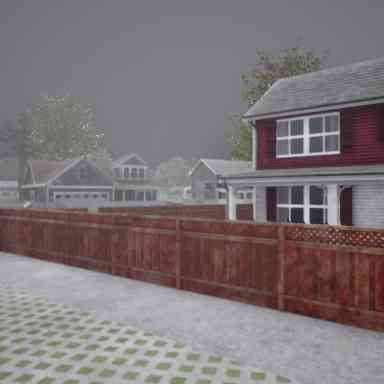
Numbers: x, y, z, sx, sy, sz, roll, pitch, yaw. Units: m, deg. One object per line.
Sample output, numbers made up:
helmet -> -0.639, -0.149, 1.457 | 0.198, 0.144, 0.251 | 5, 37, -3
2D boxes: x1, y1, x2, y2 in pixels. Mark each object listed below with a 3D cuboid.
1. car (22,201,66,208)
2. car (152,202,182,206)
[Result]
car -> -10.726, 1.420, 22.743 | 4.553, 1.767, 2.097 | 0, 0, -37
car -> -2.465, 1.627, 28.804 | 4.892, 1.490, 1.837 | 1, -1, -35
